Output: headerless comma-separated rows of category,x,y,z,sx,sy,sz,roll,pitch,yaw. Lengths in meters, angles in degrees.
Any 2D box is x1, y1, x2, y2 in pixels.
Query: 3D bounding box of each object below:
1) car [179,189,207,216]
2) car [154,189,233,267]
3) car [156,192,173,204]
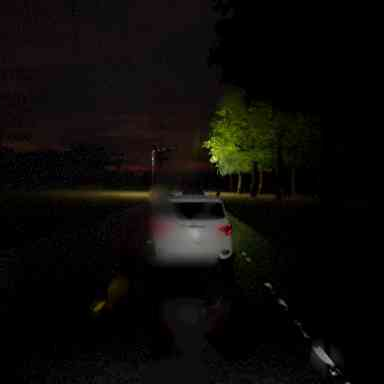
car,0.081,0.777,28.809,2.150,2.045,5.566,0,1,0
car,0.069,1.074,11.019,2.150,2.045,5.566,0,1,1
car,-3.595,0.756,44.271,1.812,1.442,4.674,0,1,0
